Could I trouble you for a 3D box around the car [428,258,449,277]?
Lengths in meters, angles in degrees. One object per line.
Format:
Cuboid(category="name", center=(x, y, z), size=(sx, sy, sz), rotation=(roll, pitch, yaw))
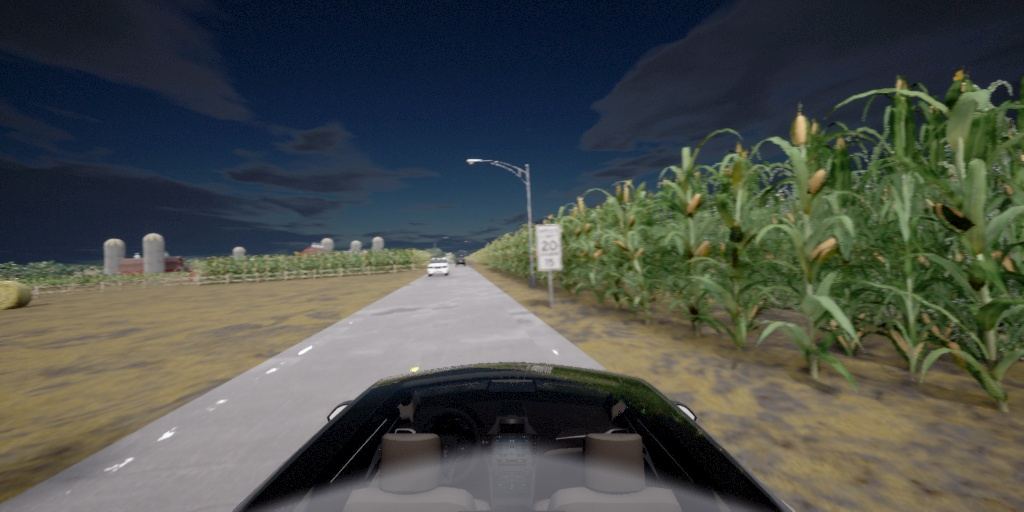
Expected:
Cuboid(category="car", center=(-8.456, 1.241, 41.580), size=(2.150, 2.045, 5.566), rotation=(-3, 0, -9))
